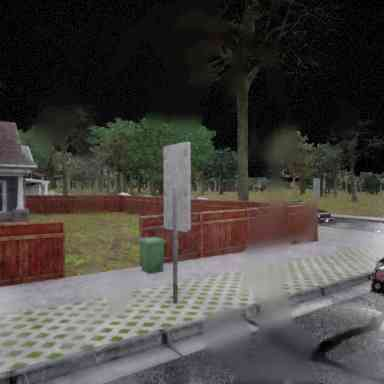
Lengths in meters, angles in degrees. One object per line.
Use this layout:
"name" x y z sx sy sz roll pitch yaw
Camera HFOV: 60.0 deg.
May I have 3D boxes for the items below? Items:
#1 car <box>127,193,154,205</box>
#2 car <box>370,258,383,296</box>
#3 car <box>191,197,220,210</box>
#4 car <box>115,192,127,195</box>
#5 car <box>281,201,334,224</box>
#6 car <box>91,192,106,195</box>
"car" -5.393 1.025 39.643 2.033 1.411 5.357 0 1 -36
"car" 5.714 1.562 7.200 4.181 1.385 1.994 0 0 -36
"car" 0.796 1.168 31.098 1.812 1.442 4.674 0 1 -36
"car" -10.943 0.778 52.305 1.812 1.442 4.674 0 1 -36
"car" 6.824 1.349 22.777 2.033 1.411 5.357 0 1 -36
"car" -16.830 0.691 60.416 1.895 1.301 4.718 0 1 -36
